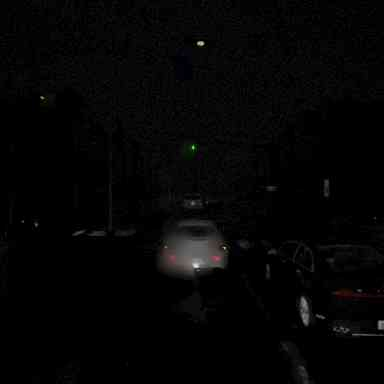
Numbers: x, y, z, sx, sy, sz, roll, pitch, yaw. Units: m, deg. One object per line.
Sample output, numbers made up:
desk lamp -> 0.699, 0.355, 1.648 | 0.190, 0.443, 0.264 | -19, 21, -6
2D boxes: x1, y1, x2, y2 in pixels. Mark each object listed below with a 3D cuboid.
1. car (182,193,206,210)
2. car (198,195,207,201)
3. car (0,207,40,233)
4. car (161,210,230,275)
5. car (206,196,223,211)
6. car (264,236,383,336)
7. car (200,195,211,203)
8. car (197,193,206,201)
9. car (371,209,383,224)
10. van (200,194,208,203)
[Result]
car -> 0.100, 1.205, 35.977 | 2.150, 2.045, 5.566 | 0, 0, 0
car -> 2.622, 1.526, 83.346 | 2.008, 1.369, 4.403 | -1, 0, 0
car -> -11.138, 1.585, 18.591 | 4.902, 1.511, 2.128 | 0, 1, 0
car -> 0.094, 1.519, 10.309 | 1.812, 1.442, 4.674 | 0, 0, 0
car -> 2.622, 1.528, 39.085 | 1.887, 1.381, 4.507 | -1, 0, 0
car -> 2.622, 1.546, 6.640 | 2.008, 1.369, 4.403 | -1, 0, 0
car -> 2.619, 1.418, 66.748 | 1.967, 1.590, 4.097 | -1, 0, 0
car -> 2.617, 1.289, 88.878 | 2.192, 1.841, 5.009 | -1, 0, 0
car -> 14.156, 1.397, 21.538 | 4.674, 1.442, 1.812 | 0, 1, -2
van -> 2.617, 1.318, 72.280 | 1.690, 1.788, 3.998 | -1, 0, 0
